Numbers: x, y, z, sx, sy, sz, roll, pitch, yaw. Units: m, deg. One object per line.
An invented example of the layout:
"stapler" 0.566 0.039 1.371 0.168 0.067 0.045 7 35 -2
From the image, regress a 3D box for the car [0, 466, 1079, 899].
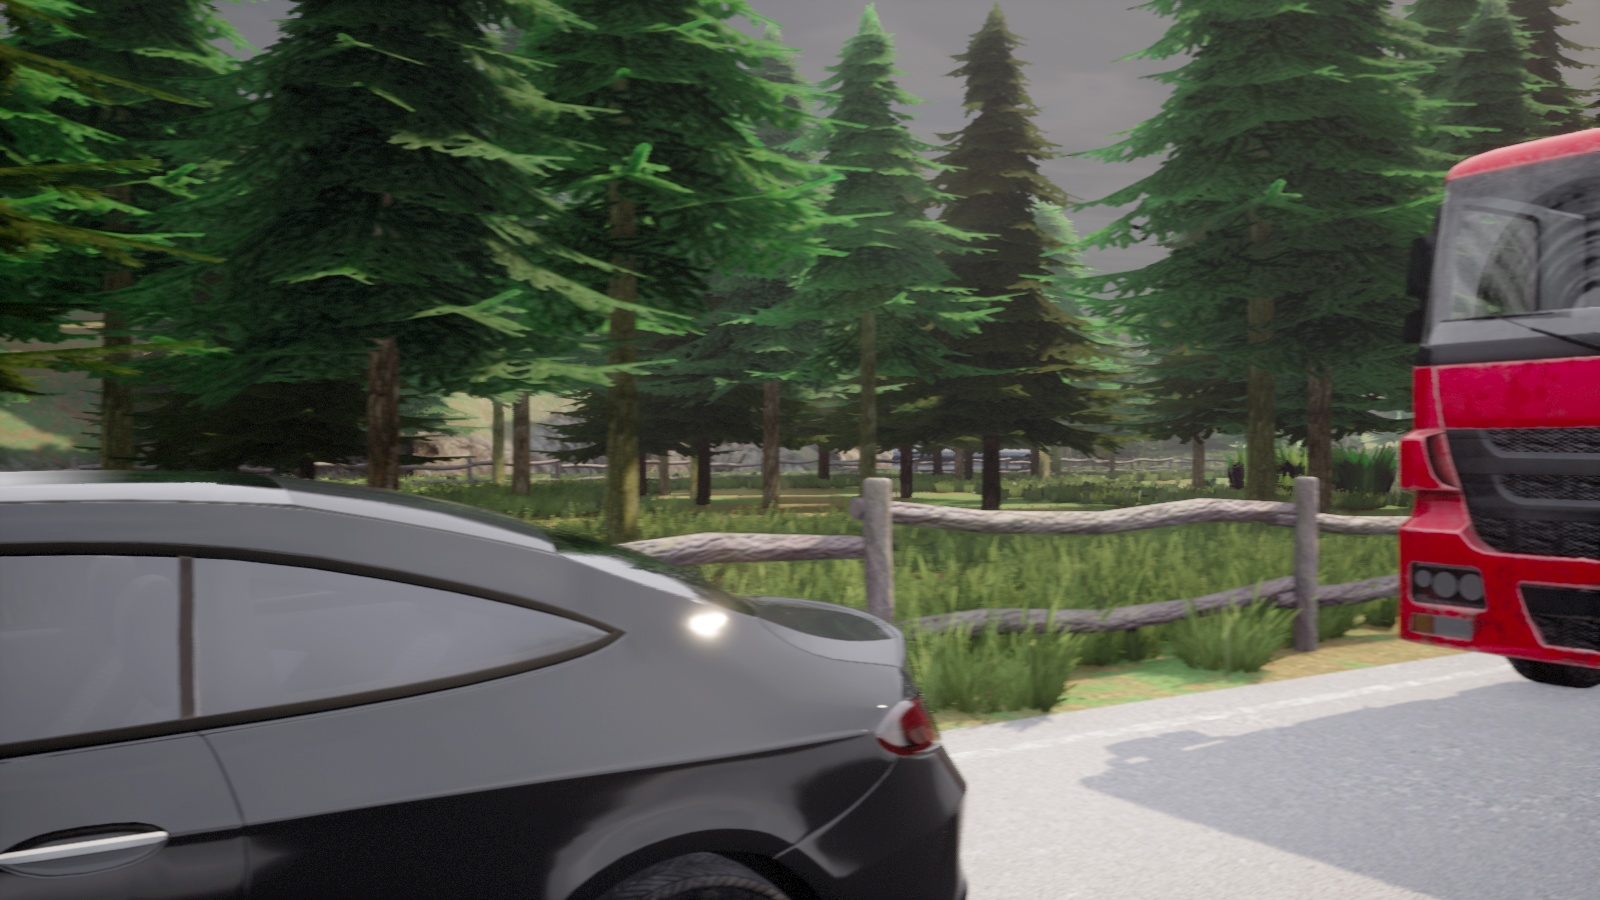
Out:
"car" -1.801 0.778 2.433 4.674 1.442 1.812 0 0 -33

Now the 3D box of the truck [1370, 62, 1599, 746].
"truck" 7.505 -0.234 8.325 7.936 3.462 2.891 0 0 -32

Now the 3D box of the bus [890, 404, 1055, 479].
"bus" 10.524 -0.476 75.564 10.273 4.253 3.944 0 0 -40
